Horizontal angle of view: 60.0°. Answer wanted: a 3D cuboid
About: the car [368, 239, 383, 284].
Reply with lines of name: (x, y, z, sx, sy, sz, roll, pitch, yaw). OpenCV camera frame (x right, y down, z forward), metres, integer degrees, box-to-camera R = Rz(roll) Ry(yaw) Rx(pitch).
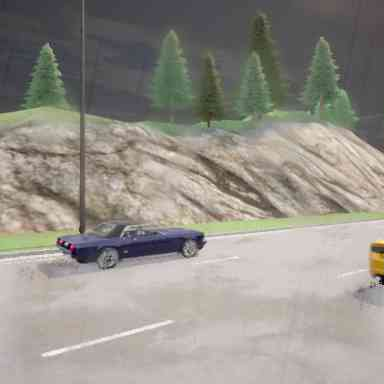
car: (6.390, 1.477, 8.322, 5.008, 1.535, 1.882, 0, 0, -36)

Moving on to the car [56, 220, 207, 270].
car: (-1.826, 1.600, 11.046, 4.718, 1.301, 1.895, 0, 0, -36)
